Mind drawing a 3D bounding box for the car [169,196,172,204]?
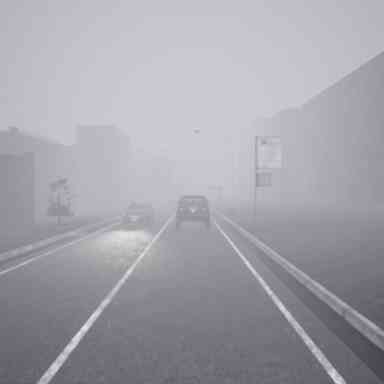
[{"bbox_3d":[-3.445,1.531,63.992,1.812,1.442,4.674,0,0,0],"label":"car"}]

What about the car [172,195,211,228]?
[{"bbox_3d":[0.057,1.182,22.072,2.150,2.045,5.566,0,0,0],"label":"car"}]

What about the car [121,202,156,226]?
[{"bbox_3d":[-3.568,1.451,22.962,2.128,1.511,4.902,0,0,0],"label":"car"}]

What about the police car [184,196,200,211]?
[{"bbox_3d":[-0.036,1.388,41.322,1.930,1.638,5.238,0,0,0],"label":"police car"}]
